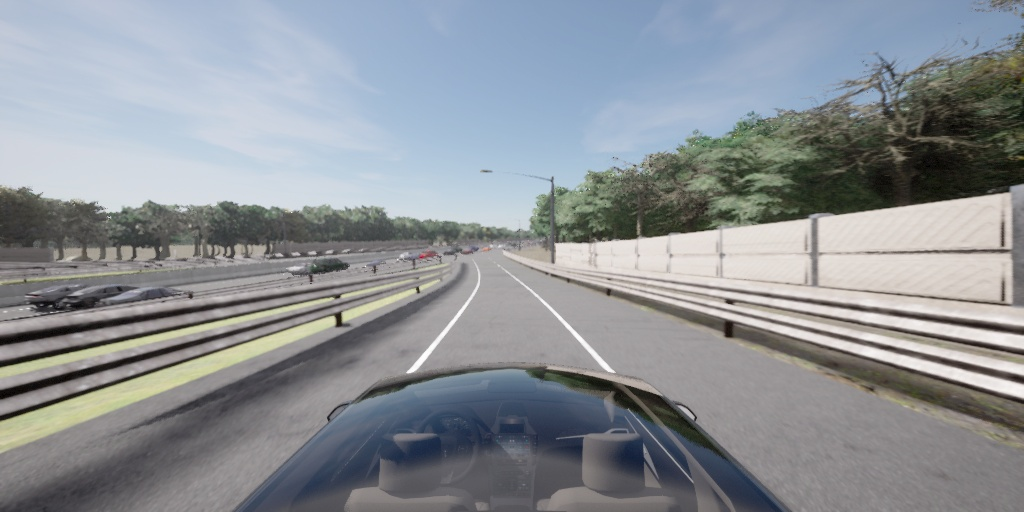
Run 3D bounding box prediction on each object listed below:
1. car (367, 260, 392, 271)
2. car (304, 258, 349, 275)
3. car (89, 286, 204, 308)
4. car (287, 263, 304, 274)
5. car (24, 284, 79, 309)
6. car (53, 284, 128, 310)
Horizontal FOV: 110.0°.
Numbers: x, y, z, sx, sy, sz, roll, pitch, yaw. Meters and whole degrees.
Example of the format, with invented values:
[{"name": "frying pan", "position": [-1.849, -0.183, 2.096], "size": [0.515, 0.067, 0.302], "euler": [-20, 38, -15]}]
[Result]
[{"name": "car", "position": [-19.259, 1.264, 52.196], "size": [1.994, 1.385, 4.181], "euler": [0, 3, 11]}, {"name": "car", "position": [-23.821, 1.218, 46.985], "size": [2.150, 2.045, 5.566], "euler": [0, 3, 11]}, {"name": "car", "position": [-24.543, 2.847, 24.681], "size": [2.033, 1.411, 5.357], "euler": [0, 3, 11]}, {"name": "car", "position": [-27.258, 1.601, 47.658], "size": [1.895, 1.301, 4.718], "euler": [0, 3, 11]}, {"name": "car", "position": [-31.416, 2.765, 26.001], "size": [2.128, 1.511, 4.902], "euler": [0, 3, 11]}, {"name": "car", "position": [-27.980, 2.769, 25.339], "size": [1.837, 1.490, 4.892], "euler": [0, 3, 11]}]
